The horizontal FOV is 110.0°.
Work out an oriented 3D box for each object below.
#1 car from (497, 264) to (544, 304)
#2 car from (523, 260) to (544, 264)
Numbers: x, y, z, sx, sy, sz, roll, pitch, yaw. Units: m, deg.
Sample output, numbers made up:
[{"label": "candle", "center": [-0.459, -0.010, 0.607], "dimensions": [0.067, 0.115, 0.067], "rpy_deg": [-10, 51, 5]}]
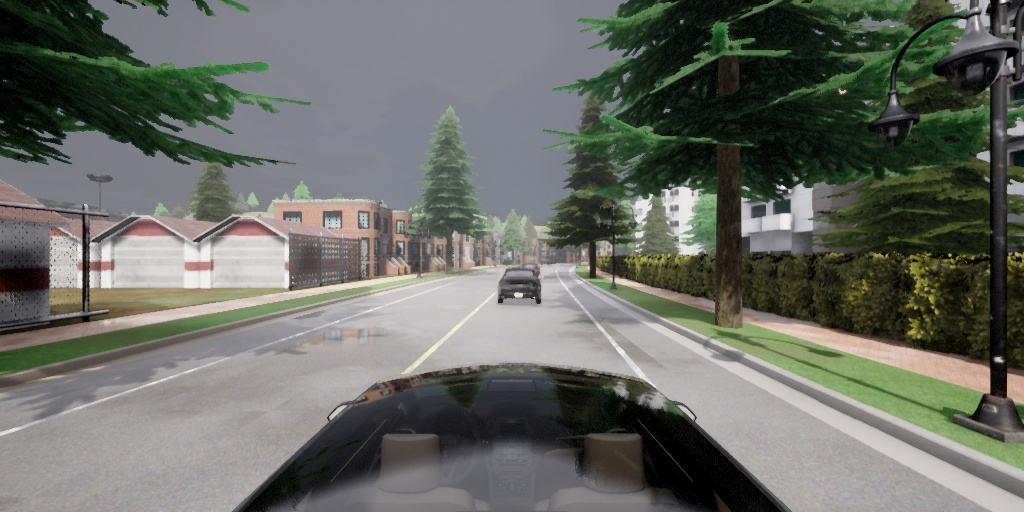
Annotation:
[{"label": "car", "center": [0.391, 1.272, 16.400], "dimensions": [1.837, 1.490, 4.892], "rpy_deg": [0, 0, 3]}, {"label": "car", "center": [1.570, 1.296, 31.259], "dimensions": [1.812, 1.442, 4.674], "rpy_deg": [0, 0, 6]}]
